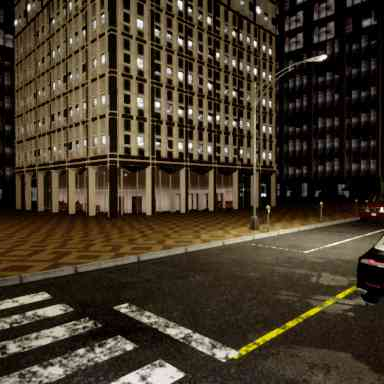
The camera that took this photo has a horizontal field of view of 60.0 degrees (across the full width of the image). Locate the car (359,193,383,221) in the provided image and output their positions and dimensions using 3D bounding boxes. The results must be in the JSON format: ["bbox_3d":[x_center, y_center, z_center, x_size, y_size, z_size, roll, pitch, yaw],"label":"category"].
[{"bbox_3d":[12.799,1.022,21.877,5.009,1.841,2.192,-1,1,-44],"label":"car"}]

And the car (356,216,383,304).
[{"bbox_3d":[5.080,1.410,6.937,4.902,1.511,2.128,-1,1,-44],"label":"car"}]
